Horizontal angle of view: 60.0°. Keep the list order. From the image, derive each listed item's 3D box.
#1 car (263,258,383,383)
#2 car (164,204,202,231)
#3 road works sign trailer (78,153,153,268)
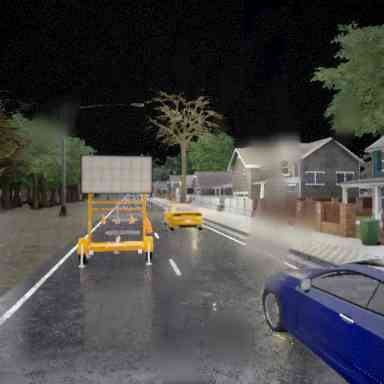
[{"bbox_3d":[2.457,1.526,3.981,1.812,1.442,4.674,0,0,-11],"label":"car"},{"bbox_3d":[-0.647,1.484,21.000,1.882,1.535,5.008,0,0,-10],"label":"car"},{"bbox_3d":[-2.569,0.466,11.494,2.380,3.560,2.880,0,0,-10],"label":"road works sign trailer"}]
